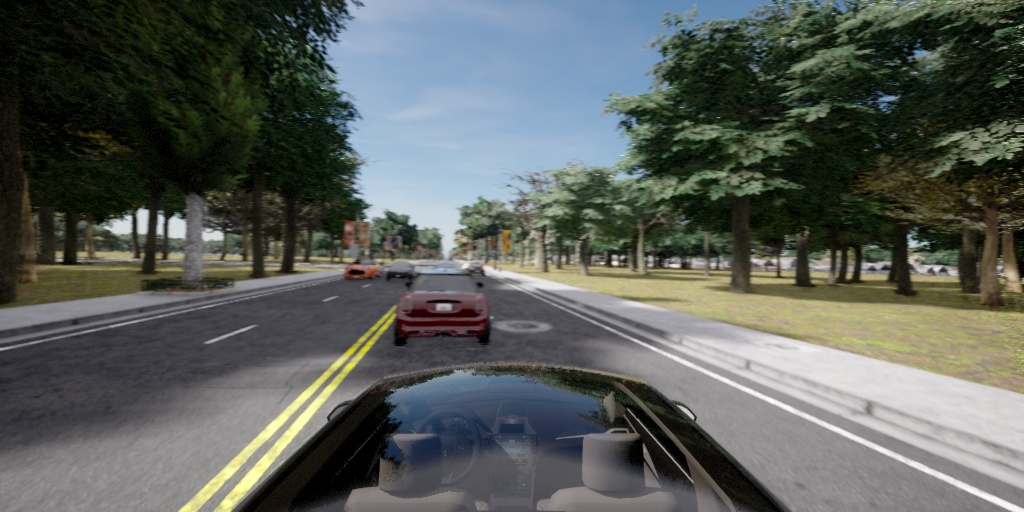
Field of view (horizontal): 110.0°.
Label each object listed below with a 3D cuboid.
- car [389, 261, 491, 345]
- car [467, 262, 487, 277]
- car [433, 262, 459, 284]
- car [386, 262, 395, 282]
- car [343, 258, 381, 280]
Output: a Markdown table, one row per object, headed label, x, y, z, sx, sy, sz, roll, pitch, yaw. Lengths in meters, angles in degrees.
| label | x | y | z | sx | sy | sz | roll | pitch | yaw |
| --- | --- | --- | --- | --- | --- | --- | --- | --- | --- |
| car | -1.818 | 1.111 | 9.684 | 2.097 | 1.767 | 4.553 | 2 | 0 | -10 |
| car | -4.010 | 1.452 | 39.945 | 1.812 | 1.442 | 4.674 | 2 | 0 | -10 |
| car | -5.354 | 1.285 | 29.158 | 1.882 | 1.535 | 5.008 | 2 | -1 | -10 |
| car | -8.758 | 1.188 | 28.617 | 1.882 | 1.535 | 5.008 | 2 | -1 | -10 |
| car | -12.209 | 0.974 | 29.472 | 2.097 | 1.767 | 4.553 | 2 | 0 | -10 |
